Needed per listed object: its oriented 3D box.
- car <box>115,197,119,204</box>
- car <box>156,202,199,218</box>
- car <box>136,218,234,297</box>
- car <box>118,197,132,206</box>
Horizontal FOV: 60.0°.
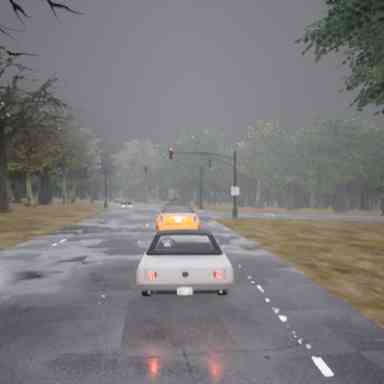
[{"bbox_3d":[-17.213,2.046,78.791,1.837,1.490,4.892,0,-1,-18],"label":"car"},{"bbox_3d":[-0.792,1.324,17.494,2.097,1.767,4.553,0,0,-4],"label":"car"},{"bbox_3d":[-0.211,1.587,8.523,1.895,1.301,4.718,0,0,-2],"label":"car"},{"bbox_3d":[-12.475,1.878,63.270,1.994,1.385,4.181,0,-1,-15],"label":"car"}]
